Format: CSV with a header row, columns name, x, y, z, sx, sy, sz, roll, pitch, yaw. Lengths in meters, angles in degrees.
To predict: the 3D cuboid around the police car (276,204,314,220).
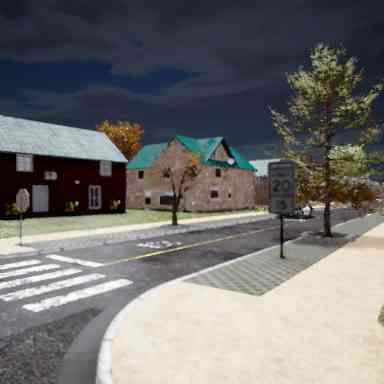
name,x,y,z,sx,sy,sz,roll,pitch,yaw
police car,8.850,1.562,28.594,2.038,1.542,4.974,0,0,36
